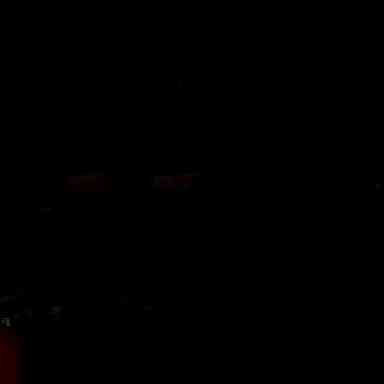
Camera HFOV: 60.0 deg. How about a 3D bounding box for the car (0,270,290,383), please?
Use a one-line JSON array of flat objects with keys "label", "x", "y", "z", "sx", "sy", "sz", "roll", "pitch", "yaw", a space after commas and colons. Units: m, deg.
[{"label": "car", "x": -1.239, "y": 1.572, "z": 3.720, "sx": 4.507, "sy": 1.381, "sz": 1.887, "roll": -1, "pitch": -2, "yaw": 35}]
